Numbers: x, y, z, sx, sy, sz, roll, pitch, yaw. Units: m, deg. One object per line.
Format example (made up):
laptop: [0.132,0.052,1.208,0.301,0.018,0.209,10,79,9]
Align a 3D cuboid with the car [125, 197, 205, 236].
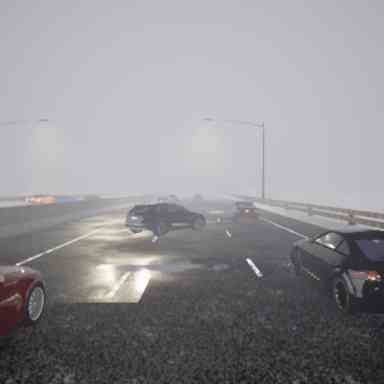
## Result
car: [-1.286,1.294,17.533,2.033,1.649,4.856,0,1,40]

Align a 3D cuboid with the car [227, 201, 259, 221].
car: [3.816,1.356,25.309,2.033,1.411,5.357,0,0,1]

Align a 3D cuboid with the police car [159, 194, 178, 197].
police car: [-3.072,1.234,36.900,2.038,1.542,4.974,0,0,1]

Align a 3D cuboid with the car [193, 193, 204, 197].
car: [1.097,1.109,59.620,1.812,1.442,4.674,0,1,3]

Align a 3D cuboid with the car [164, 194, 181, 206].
car: [-2.793,1.088,47.864,2.033,1.649,4.856,0,0,2]

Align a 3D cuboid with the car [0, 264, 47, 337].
car: [-3.492,1.492,4.000,1.812,1.442,4.674,0,0,0]

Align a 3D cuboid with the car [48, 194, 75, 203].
car: [-16.964,1.149,44.673,1.882,1.535,5.008,0,0,2]

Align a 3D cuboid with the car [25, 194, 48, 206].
car: [-20.461,1.021,44.696,2.097,1.767,4.553,0,1,2]

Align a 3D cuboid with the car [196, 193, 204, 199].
car: [1.900,0.925,80.102,1.837,1.490,4.892,0,0,2]

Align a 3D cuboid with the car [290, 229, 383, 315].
car: [3.632,1.504,7.402,1.994,1.385,4.181,0,0,0]

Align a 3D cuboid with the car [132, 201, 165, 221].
car: [-3.281,1.403,25.965,1.895,1.301,4.718,0,0,1]

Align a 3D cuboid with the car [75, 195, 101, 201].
car: [-13.468,1.152,44.535,1.882,1.535,5.008,0,0,2]
